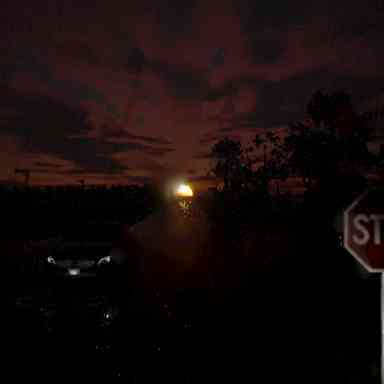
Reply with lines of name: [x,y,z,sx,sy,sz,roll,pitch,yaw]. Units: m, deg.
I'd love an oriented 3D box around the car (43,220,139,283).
car: [-2.765,1.636,10.112,1.812,1.442,4.674,0,-1,0]
